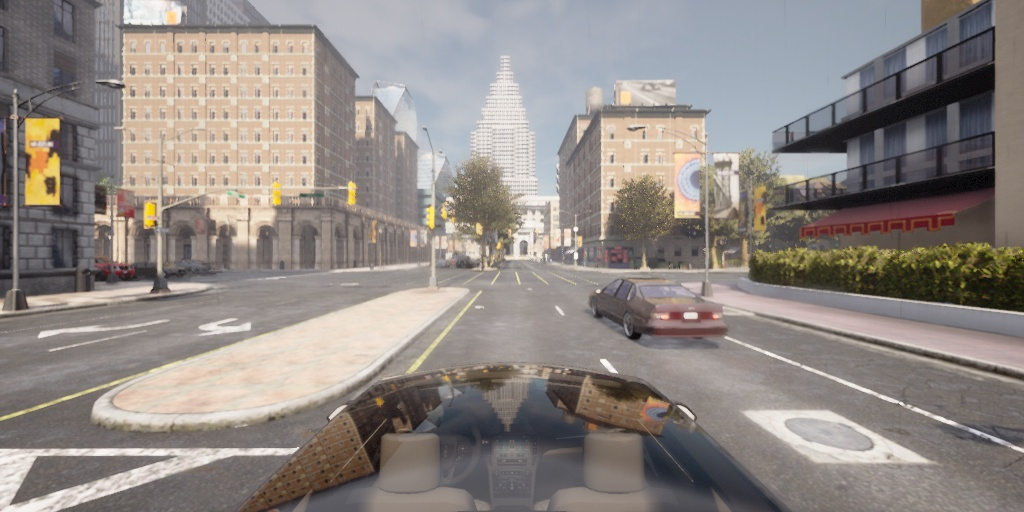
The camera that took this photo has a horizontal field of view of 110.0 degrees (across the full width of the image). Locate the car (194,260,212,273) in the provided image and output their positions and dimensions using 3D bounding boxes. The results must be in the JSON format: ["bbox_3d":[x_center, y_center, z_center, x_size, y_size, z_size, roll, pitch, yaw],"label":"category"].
[{"bbox_3d":[-36.592,1.237,40.258,4.902,1.511,2.128,0,0,0],"label":"car"}]

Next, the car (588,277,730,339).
[{"bbox_3d":[3.632,1.296,10.015,2.033,1.411,5.357,0,0,-3],"label":"car"}]

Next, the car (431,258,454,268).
[{"bbox_3d":[-11.570,1.291,60.198,2.033,1.411,5.357,0,0,0],"label":"car"}]

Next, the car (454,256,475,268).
[{"bbox_3d":[-8.075,0.965,60.823,2.150,2.045,5.566,0,0,0],"label":"car"}]

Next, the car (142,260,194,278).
[{"bbox_3d":[-32.854,1.250,33.086,4.892,1.490,1.837,0,0,0],"label":"car"}]

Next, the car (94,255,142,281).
[{"bbox_3d":[-34.654,0.968,29.558,5.566,2.045,2.150,0,0,0],"label":"car"}]
